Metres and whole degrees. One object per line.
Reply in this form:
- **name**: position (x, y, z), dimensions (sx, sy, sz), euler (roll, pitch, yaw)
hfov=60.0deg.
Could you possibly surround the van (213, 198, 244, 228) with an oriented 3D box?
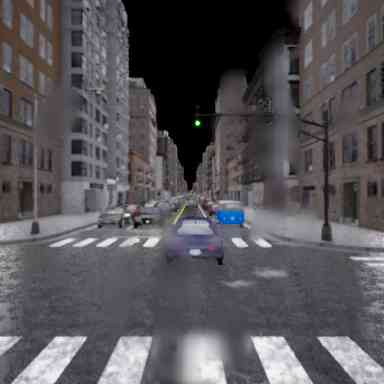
- **van**: position (2.632, 1.508, 23.477), dimensions (1.690, 1.788, 3.998), euler (0, 0, 0)

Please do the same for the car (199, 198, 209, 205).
- **car**: position (2.620, 2.054, 74.606), dimensions (2.008, 1.369, 4.403), euler (0, 0, 0)

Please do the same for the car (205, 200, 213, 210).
- **car**: position (2.629, 1.828, 34.837), dimensions (1.802, 1.307, 4.206), euler (0, 0, 0)

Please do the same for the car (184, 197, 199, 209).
- **car**: position (0.039, 1.915, 53.222), dimensions (2.033, 1.411, 5.357), euler (0, 0, 0)

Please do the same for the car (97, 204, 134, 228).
- **car**: position (-5.393, 1.717, 23.465), dimensions (2.008, 1.369, 4.403), euler (0, 0, 0)

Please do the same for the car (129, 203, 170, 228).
- **car**: position (-2.854, 1.729, 23.361), dimensions (1.994, 1.385, 4.181), euler (0, 0, 0)

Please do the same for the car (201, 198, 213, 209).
- **car**: position (2.627, 1.905, 46.200), dimensions (1.802, 1.307, 4.206), euler (0, 0, 0)

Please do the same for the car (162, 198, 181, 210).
- **car**: position (-2.843, 1.859, 42.142), dimensions (1.994, 1.385, 4.181), euler (0, 0, 1)

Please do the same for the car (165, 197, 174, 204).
- **car**: position (-5.407, 1.979, 80.283), dimensions (1.967, 1.590, 4.097), euler (0, 0, 0)

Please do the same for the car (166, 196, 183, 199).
- **car**: position (-2.807, 1.865, 52.113), dimensions (1.837, 1.490, 4.892), euler (0, 0, 1)

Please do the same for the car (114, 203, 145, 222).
- **car**: position (-5.394, 1.751, 29.146), dimensions (1.887, 1.381, 4.507), euler (0, 0, 0)

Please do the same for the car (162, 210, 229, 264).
- **car**: position (0.098, 1.621, 12.084), dimensions (1.812, 1.442, 4.674), euler (0, 0, 0)

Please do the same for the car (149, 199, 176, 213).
- **car**: position (-2.857, 1.732, 32.215), dimensions (1.837, 1.490, 4.892), euler (0, 0, 0)

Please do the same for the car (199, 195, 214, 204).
- **car**: position (2.626, 1.674, 51.883), dimensions (2.192, 1.841, 5.009), euler (0, 0, 0)

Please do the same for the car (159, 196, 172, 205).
- **car**: position (-5.404, 1.782, 68.920), dimensions (2.192, 1.841, 5.009), euler (0, 0, 0)
